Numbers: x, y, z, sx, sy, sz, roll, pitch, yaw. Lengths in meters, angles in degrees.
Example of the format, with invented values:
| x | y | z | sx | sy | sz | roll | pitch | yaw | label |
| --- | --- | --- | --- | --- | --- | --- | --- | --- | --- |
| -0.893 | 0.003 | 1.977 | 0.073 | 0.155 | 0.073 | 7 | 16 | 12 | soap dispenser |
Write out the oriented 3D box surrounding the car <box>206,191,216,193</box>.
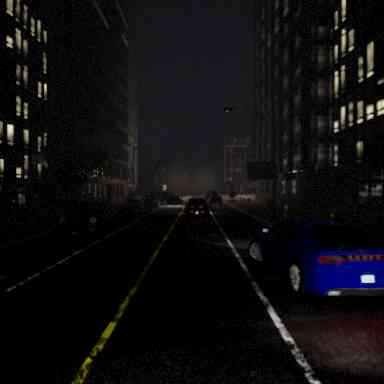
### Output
| x | y | z | sx | sy | sz | roll | pitch | yaw | label |
| --- | --- | --- | --- | --- | --- | --- | --- | --- | --- |
| 3.258 | 0.706 | 55.379 | 2.192 | 1.841 | 5.009 | 0 | 1 | 1 | car |

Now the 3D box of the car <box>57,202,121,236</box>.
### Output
| x | y | z | sx | sy | sz | roll | pitch | yaw | label |
| --- | --- | --- | --- | --- | --- | --- | --- | --- | --- |
| -5.110 | 1.247 | 16.574 | 1.967 | 1.590 | 4.097 | 0 | 1 | 1 | car |

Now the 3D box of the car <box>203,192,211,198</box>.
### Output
| x | y | z | sx | sy | sz | roll | pitch | yaw | label |
| --- | --- | --- | --- | --- | --- | --- | --- | --- | --- |
| 3.540 | 0.673 | 77.783 | 1.752 | 1.417 | 4.829 | 0 | 1 | 1 | car |

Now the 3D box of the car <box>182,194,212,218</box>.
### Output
| x | y | z | sx | sy | sz | roll | pitch | yaw | label |
| --- | --- | --- | --- | --- | --- | --- | --- | --- | --- |
| 0.403 | 1.211 | 26.349 | 1.837 | 1.490 | 4.892 | 0 | 1 | 1 | car |

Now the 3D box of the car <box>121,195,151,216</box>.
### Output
| x | y | z | sx | sy | sz | roll | pitch | yaw | label |
| --- | --- | --- | --- | --- | --- | --- | --- | --- | --- |
| -4.970 | 1.235 | 27.690 | 2.008 | 1.369 | 4.403 | 0 | 1 | 1 | car |

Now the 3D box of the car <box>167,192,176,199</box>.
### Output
| x | y | z | sx | sy | sz | roll | pitch | yaw | label |
| --- | --- | --- | --- | --- | --- | --- | --- | --- | --- |
| -4.412 | 0.781 | 72.154 | 1.802 | 1.307 | 4.206 | 0 | 1 | 1 | car |

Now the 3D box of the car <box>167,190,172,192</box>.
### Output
| x | y | z | sx | sy | sz | roll | pitch | yaw | label |
| --- | --- | --- | --- | --- | --- | --- | --- | --- | --- |
| -4.621 | 0.695 | 55.477 | 2.192 | 1.841 | 5.009 | 0 | 1 | 1 | car |

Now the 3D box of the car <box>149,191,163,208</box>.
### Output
| x | y | z | sx | sy | sz | roll | pitch | yaw | label |
| --- | --- | --- | --- | --- | --- | --- | --- | --- | --- |
| -4.830 | 1.002 | 38.805 | 1.967 | 1.590 | 4.097 | 0 | 1 | 1 | car |

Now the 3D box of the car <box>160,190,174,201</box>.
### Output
| x | y | z | sx | sy | sz | roll | pitch | yaw | label |
| --- | --- | --- | --- | --- | --- | --- | --- | --- | --- |
| -4.552 | 0.634 | 61.035 | 2.192 | 1.841 | 5.009 | 0 | 1 | 1 | car |

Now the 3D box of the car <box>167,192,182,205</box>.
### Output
| x | y | z | sx | sy | sz | roll | pitch | yaw | label |
| --- | --- | --- | --- | --- | --- | --- | --- | --- | --- |
| -2.271 | 1.064 | 44.700 | 1.994 | 1.385 | 4.181 | 0 | 1 | 1 | car |

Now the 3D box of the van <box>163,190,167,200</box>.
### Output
| x | y | z | sx | sy | sz | roll | pitch | yaw | label |
| --- | --- | --- | --- | --- | --- | --- | --- | --- | --- |
| -4.761 | 0.842 | 44.362 | 1.690 | 1.788 | 3.998 | 0 | 1 | 1 | van |

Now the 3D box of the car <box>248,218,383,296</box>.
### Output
| x | y | z | sx | sy | sz | roll | pitch | yaw | label |
| --- | --- | --- | --- | --- | --- | --- | --- | --- | --- |
| 2.984 | 1.385 | 8.476 | 1.882 | 1.535 | 5.008 | 0 | 1 | -5 | car |

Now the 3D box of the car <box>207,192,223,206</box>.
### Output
| x | y | z | sx | sy | sz | roll | pitch | yaw | label |
| --- | --- | --- | --- | --- | --- | --- | --- | --- | --- |
| 3.119 | 1.063 | 44.266 | 2.008 | 1.369 | 4.403 | 0 | 1 | 1 | car |

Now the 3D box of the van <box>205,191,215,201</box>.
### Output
| x | y | z | sx | sy | sz | roll | pitch | yaw | label |
| --- | --- | --- | --- | --- | --- | --- | --- | --- | --- |
| 3.328 | 0.671 | 60.937 | 1.690 | 1.788 | 3.998 | 0 | 1 | 1 | van |
